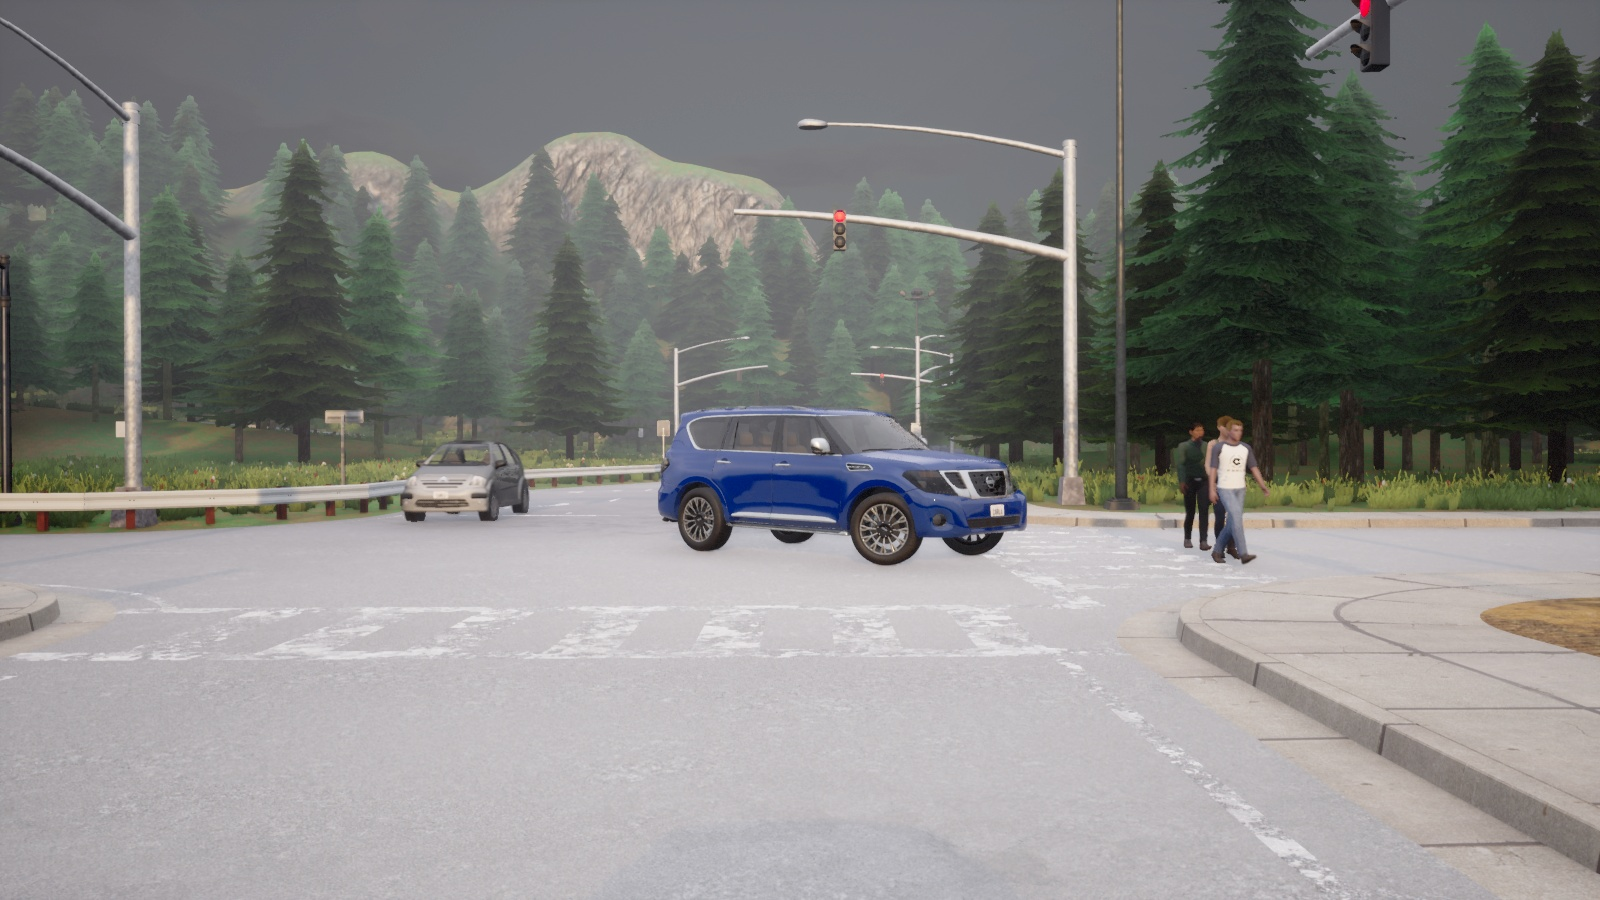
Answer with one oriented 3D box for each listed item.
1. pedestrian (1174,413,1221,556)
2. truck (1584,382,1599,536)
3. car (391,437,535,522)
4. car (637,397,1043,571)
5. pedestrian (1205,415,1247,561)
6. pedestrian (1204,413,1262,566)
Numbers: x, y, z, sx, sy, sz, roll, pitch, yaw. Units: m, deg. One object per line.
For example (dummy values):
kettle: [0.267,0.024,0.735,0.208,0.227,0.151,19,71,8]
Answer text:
pedestrian: [5.535,0.468,17.493,0.423,1.949,0.788,0,0,2]
truck: [15.398,0.143,19.160,5.204,2.467,2.627,0,0,1]
car: [-6.852,0.551,25.938,1.851,1.617,3.988,0,0,1]
car: [0.378,0.397,17.443,5.566,2.045,2.150,0,0,42]
pedestrian: [5.450,0.475,16.096,0.345,1.836,0.594,0,0,2]
pedestrian: [5.315,0.477,15.433,0.354,1.836,0.706,0,0,-11]
